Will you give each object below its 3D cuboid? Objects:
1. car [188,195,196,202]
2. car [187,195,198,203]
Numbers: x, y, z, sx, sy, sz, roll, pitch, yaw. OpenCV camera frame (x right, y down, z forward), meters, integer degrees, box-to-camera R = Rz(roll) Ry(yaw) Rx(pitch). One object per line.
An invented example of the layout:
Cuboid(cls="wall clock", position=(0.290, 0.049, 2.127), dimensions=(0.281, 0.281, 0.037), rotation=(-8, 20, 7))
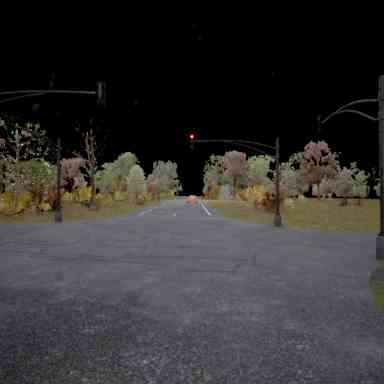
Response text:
Cuboid(cls="car", position=(0.070, 1.449, 78.060), dimensions=(1.812, 1.442, 4.674), rotation=(0, 0, 0))
Cuboid(cls="car", position=(0.061, 1.424, 68.025), dimensions=(2.097, 1.767, 4.553), rotation=(0, 0, 0))
